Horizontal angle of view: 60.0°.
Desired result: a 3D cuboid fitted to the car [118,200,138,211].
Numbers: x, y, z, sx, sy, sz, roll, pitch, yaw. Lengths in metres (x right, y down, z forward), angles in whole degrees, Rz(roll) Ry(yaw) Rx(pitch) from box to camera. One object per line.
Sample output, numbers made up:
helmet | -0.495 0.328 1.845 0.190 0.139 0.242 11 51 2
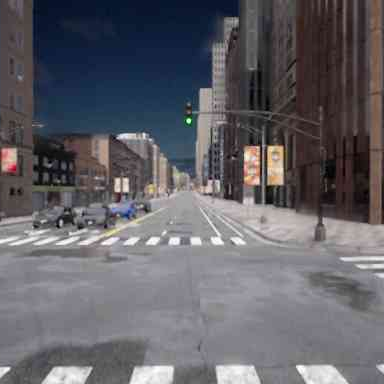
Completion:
car | -9.946 2.093 52.067 2.128 1.511 4.902 0 -1 0

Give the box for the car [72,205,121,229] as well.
car | -6.670 1.839 23.729 1.994 1.385 4.181 0 -1 -1

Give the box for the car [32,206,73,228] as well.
car | -9.918 1.786 24.399 1.837 1.490 4.892 0 -1 0

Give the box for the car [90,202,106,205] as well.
car | -9.941 1.881 34.886 1.882 1.535 5.008 0 -1 0

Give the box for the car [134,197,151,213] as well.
car | -6.705 1.733 44.077 2.150 2.045 5.566 0 -1 0

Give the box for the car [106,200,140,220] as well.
car | -6.687 1.858 32.724 1.882 1.535 5.008 0 -1 0
